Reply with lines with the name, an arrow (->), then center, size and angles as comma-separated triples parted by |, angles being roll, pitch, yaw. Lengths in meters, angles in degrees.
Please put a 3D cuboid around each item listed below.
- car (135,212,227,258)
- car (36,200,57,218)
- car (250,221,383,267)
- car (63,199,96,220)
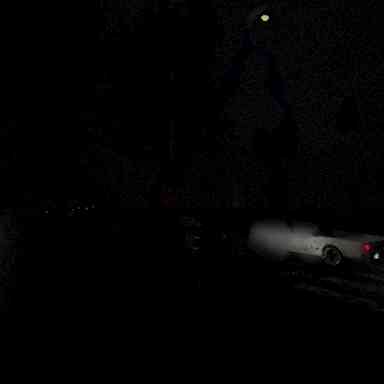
car -> -0.631, 1.609, 13.707 | 1.882, 1.535, 5.008 | 0, -1, -35
car -> -16.754, 1.888, 37.213 | 2.150, 2.045, 5.566 | 0, -1, -34
car -> 4.265, 1.665, 11.792 | 1.895, 1.301, 4.718 | 0, -1, -35
car -> -12.059, 1.803, 35.516 | 2.150, 2.045, 5.566 | 0, -1, -35
